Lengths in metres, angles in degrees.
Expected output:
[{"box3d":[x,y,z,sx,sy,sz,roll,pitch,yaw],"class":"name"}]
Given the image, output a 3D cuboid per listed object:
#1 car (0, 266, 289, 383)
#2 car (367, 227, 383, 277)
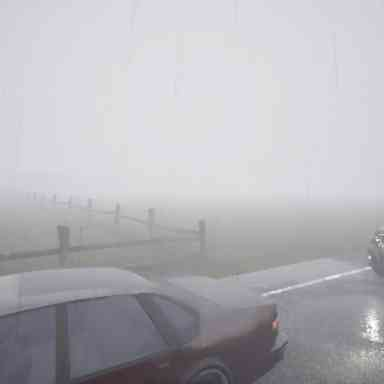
[{"box3d":[-1.469,1.505,2.962,5.357,1.411,2.033,0,1,-35],"class":"car"},{"box3d":[6.934,1.165,8.774,5.566,2.045,2.150,0,1,-35],"class":"car"}]
